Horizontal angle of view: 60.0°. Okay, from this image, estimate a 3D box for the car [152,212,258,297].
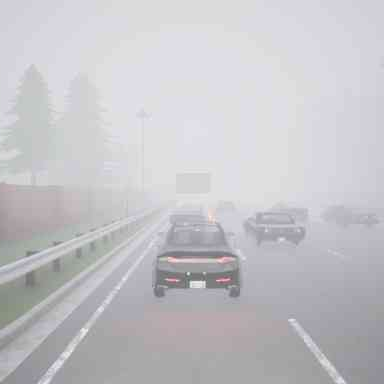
[{"bbox_3d":[0.107,1.492,8.554,2.128,1.511,4.902,0,0,0],"label":"car"}]

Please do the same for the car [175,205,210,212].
[{"bbox_3d":[-0.034,1.474,19.003,1.882,1.535,5.008,0,0,6],"label":"car"}]

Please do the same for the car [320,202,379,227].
[{"bbox_3d":[10.616,1.548,22.787,2.033,1.411,5.357,0,0,1],"label":"car"}]

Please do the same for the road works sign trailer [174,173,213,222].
[{"bbox_3d":[0.078,0.464,22.920,2.380,3.560,2.880,0,0,0],"label":"road works sign trailer"}]

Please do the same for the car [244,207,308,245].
[{"bbox_3d":[3.612,1.601,15.551,1.895,1.301,4.718,0,0,0],"label":"car"}]

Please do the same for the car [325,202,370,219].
[{"bbox_3d":[14.123,1.601,30.492,1.895,1.301,4.718,0,0,0],"label":"car"}]

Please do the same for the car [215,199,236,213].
[{"bbox_3d":[3.629,1.491,36.527,2.128,1.511,4.902,0,0,0],"label":"car"}]

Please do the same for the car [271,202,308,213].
[{"bbox_3d":[7.120,1.477,25.017,1.882,1.535,5.008,0,0,0],"label":"car"}]
